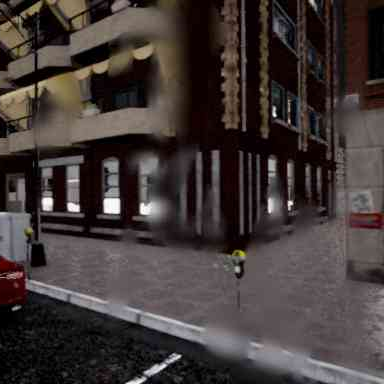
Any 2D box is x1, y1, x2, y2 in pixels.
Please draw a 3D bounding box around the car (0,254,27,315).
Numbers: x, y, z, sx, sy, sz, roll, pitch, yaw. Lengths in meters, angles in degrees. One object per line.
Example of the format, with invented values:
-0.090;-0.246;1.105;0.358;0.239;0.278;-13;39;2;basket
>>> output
-5.013;1.580;6.466;4.507;1.381;1.887;0;0;36;car
